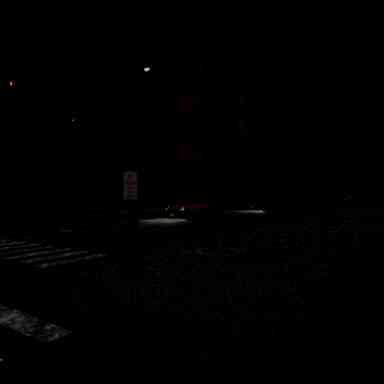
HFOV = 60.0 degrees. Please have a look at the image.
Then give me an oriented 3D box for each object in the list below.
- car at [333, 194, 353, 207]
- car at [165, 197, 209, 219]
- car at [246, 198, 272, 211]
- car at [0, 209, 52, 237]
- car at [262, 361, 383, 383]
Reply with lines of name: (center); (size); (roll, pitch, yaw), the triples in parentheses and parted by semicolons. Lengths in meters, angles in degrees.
car: (24.063, 1.347, 52.899); (2.150, 2.045, 5.566); (0, 0, 35)
car: (-0.408, 1.389, 29.938); (2.097, 1.767, 4.553); (0, 0, 35)
car: (8.691, 1.576, 42.748); (1.837, 1.490, 4.892); (0, 0, 36)
car: (-9.344, 1.575, 16.955); (1.994, 1.385, 4.181); (0, 0, 30)
car: (2.178, 1.551, 1.289); (4.403, 1.369, 2.008); (0, 0, 36)
